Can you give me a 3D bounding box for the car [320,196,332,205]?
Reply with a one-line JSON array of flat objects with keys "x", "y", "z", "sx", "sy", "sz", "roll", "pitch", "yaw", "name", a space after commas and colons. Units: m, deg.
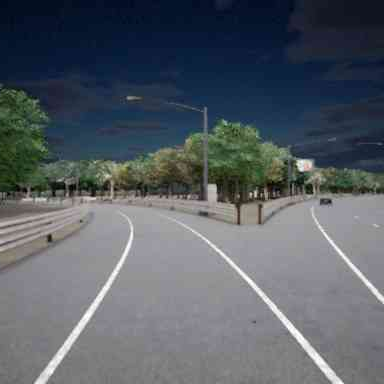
[{"x": 22.796, "y": 1.347, "z": 56.595, "sx": 1.882, "sy": 1.535, "sz": 5.008, "roll": -1, "pitch": 0, "yaw": 23, "name": "car"}]
